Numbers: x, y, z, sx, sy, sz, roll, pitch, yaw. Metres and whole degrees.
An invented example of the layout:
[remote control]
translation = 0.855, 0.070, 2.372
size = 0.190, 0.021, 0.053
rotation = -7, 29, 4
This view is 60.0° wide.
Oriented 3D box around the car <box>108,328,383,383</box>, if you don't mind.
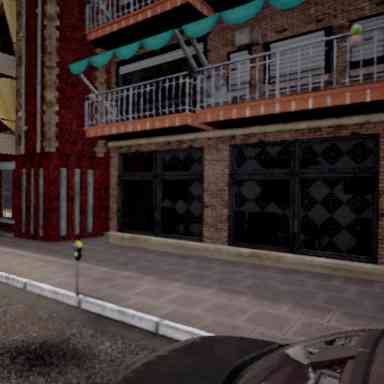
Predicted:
[car]
translation = 1.251, 1.551, 1.778
size = 4.403, 1.369, 2.008
rotation = 0, 1, 36
